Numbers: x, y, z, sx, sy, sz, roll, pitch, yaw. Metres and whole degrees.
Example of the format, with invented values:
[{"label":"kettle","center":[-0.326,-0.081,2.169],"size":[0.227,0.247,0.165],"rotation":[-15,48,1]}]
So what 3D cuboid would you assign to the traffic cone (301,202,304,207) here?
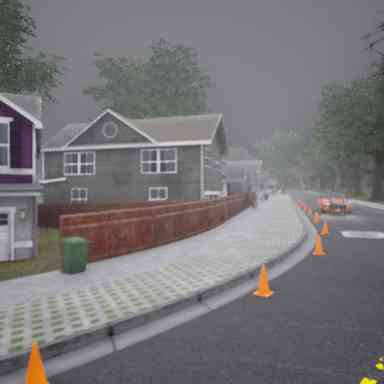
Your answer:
[{"label":"traffic cone","center":[9.945,1.306,29.089],"size":[0.340,0.580,0.340],"rotation":[0,1,16]}]

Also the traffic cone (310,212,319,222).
[{"label":"traffic cone","center":[7.272,1.470,19.452],"size":[0.340,0.580,0.340],"rotation":[0,1,16]}]

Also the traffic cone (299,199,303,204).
[{"label":"traffic cone","center":[11.283,1.224,33.907],"size":[0.340,0.580,0.340],"rotation":[0,1,16]}]

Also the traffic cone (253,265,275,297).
[{"label":"traffic cone","center":[1.485,1.811,6.893],"size":[0.340,0.580,0.340],"rotation":[-1,1,40]}]

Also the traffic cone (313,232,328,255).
[{"label":"traffic cone","center":[4.064,1.677,10.642],"size":[0.340,0.580,0.340],"rotation":[0,1,29]}]

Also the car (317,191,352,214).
[{"label":"car","center":[11.159,0.731,26.274],"size":[2.097,1.767,4.553],"rotation":[0,1,15]}]

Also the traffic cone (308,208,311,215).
[{"label":"traffic cone","center":[8.609,1.387,24.270],"size":[0.340,0.580,0.340],"rotation":[0,1,16]}]

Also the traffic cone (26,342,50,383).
[{"label":"traffic cone","center":[-1.722,1.955,3.668],"size":[0.340,0.580,0.340],"rotation":[-2,1,-40]}]

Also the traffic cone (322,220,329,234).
[{"label":"traffic cone","center":[5.929,1.563,14.792],"size":[0.340,0.580,0.340],"rotation":[0,1,19]}]
